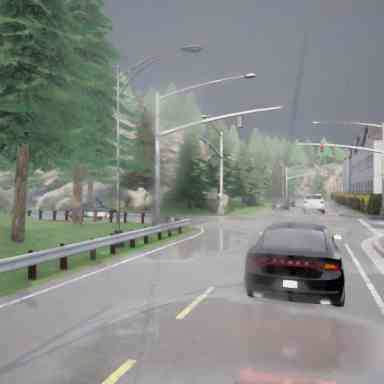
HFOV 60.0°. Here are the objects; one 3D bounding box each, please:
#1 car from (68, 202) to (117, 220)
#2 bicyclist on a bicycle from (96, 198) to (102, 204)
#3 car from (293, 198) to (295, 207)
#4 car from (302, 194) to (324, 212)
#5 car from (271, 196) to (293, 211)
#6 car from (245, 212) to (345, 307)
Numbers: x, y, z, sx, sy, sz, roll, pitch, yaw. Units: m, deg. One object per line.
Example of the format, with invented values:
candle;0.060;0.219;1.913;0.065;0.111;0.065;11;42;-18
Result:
car;-8.480;1.579;28.429;4.181;1.385;1.994;0;0;20
bicyclist on a bicycle;-10.275;1.416;36.595;0.582;1.620;1.656;-2;5;20
car;14.521;1.352;50.721;2.097;1.767;4.553;0;0;21
car;13.643;1.221;37.464;2.150;2.045;5.566;0;0;19
car;11.087;1.491;41.551;2.128;1.511;4.902;0;0;20
car;2.603;1.478;8.205;1.882;1.535;5.008;0;0;20
